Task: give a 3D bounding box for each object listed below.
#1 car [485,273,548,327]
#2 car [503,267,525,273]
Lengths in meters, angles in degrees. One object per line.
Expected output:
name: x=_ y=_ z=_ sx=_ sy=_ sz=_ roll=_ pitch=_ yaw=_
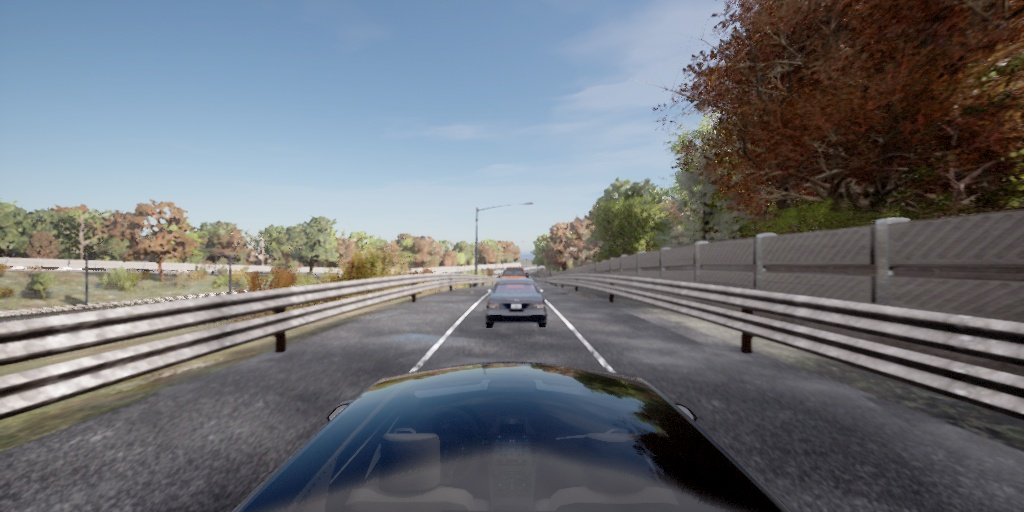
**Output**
car: x=0.119 y=1.455 z=12.090 sx=2.033 sy=1.411 sz=5.357 roll=0 pitch=-2 yaw=0
car: x=0.105 y=1.735 z=25.064 sx=2.097 sy=1.767 sz=4.553 roll=0 pitch=-3 yaw=1
